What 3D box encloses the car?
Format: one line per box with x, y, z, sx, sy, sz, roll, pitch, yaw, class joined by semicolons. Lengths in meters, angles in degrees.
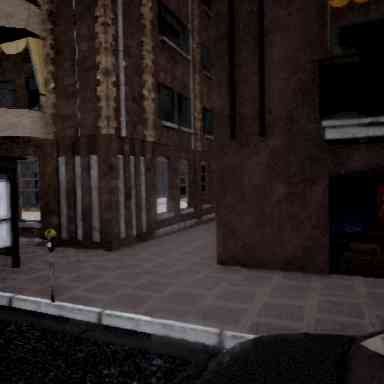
2.038;1.428;1.745;4.403;1.369;2.008;0;2;23;car
